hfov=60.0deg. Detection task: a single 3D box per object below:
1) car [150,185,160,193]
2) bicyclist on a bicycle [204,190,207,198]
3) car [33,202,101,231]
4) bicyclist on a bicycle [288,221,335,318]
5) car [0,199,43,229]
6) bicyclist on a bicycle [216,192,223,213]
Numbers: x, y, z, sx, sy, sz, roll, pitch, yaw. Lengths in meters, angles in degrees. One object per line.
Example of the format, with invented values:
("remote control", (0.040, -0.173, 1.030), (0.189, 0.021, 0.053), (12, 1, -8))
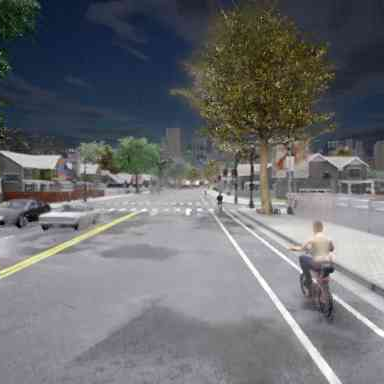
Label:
("car", (-9.409, -0.686, 85.511), (2.150, 2.045, 5.566), (0, 1, 0))
("bicyclist on a bicycle", (2.488, 0.402, 59.802), (0.582, 1.620, 1.656), (0, 1, 0))
("car", (-6.510, 1.289, 18.204), (1.895, 1.301, 4.718), (0, 1, 0))
("bicyclist on a bicycle", (2.290, 1.329, 6.176), (0.866, 1.612, 1.509), (0, 1, 0))
("car", (-9.750, 1.168, 19.004), (2.128, 1.511, 4.902), (0, 1, 1))
("bicyclist on a bicycle", (2.362, 0.883, 28.330), (0.659, 1.776, 1.843), (0, 1, 0))
